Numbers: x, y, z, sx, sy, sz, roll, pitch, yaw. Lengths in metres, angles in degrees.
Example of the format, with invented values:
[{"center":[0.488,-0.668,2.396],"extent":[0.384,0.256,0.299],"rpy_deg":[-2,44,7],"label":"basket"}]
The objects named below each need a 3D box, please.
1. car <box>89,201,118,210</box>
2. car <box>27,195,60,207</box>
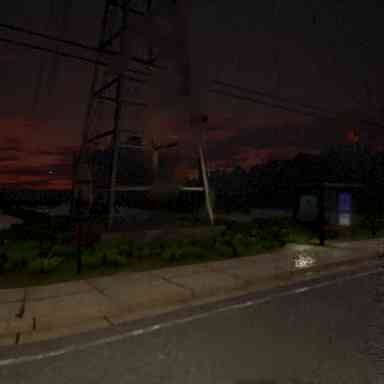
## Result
[{"center":[-9.137,1.643,32.724],"extent":[3.905,1.438,1.784],"rpy_deg":[1,0,-36],"label":"car"},{"center":[-22.551,1.427,50.763],"extent":[4.605,1.855,1.932],"rpy_deg":[1,0,-36],"label":"car"}]
